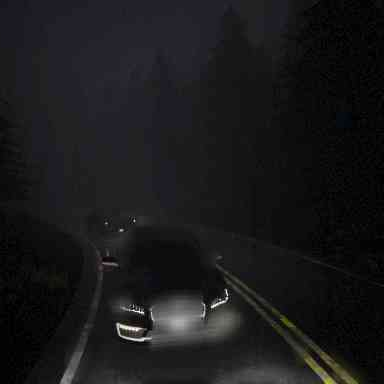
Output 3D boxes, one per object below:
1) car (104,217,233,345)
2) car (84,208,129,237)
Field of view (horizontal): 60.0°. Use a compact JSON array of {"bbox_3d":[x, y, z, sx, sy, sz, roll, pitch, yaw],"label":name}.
[{"bbox_3d":[-0.639,1.494,6.766,1.837,1.490,4.892,-1,0,-11],"label":"car"},{"bbox_3d":[-4.615,1.608,18.505,1.895,1.301,4.718,-3,1,-29],"label":"car"}]
